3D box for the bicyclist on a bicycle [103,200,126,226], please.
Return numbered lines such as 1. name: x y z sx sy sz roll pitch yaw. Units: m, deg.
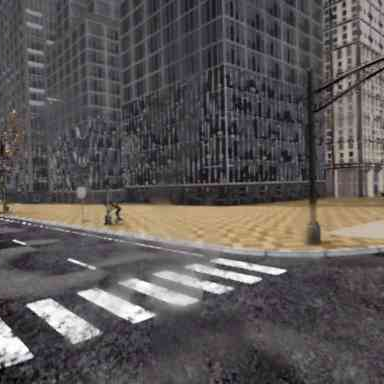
1. bicyclist on a bicycle: -4.950 1.324 21.172 1.656 1.620 0.582 -3 1 -41
